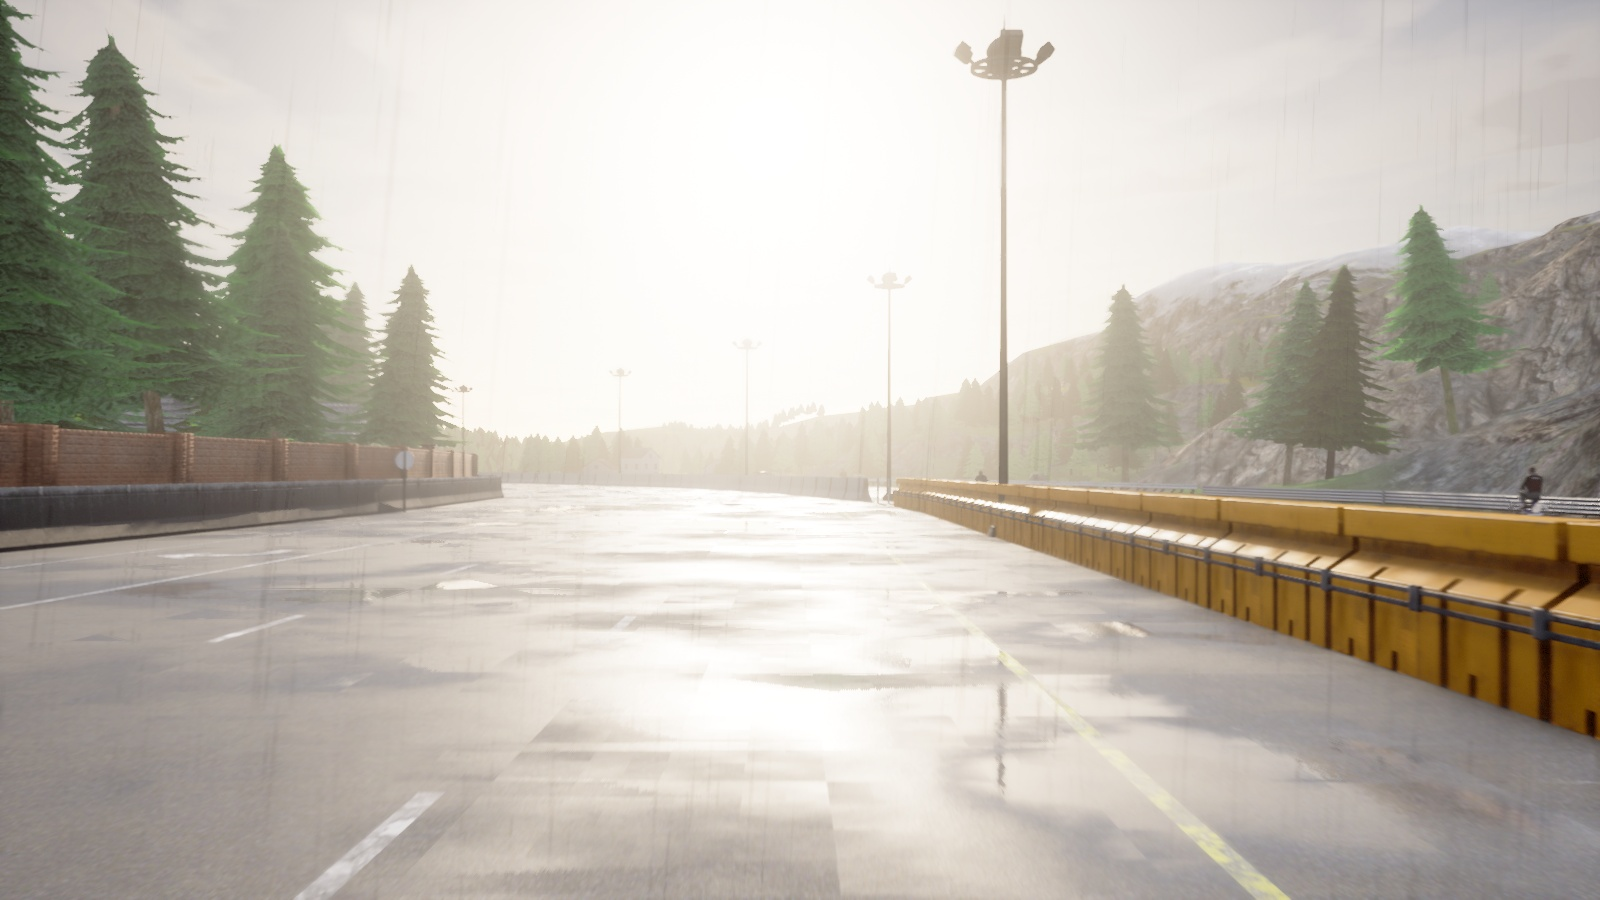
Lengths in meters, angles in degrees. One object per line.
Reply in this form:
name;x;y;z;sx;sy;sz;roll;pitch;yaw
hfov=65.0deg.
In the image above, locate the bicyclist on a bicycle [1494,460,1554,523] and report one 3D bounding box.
bicyclist on a bicycle;20.935;1.187;36.359;0.659;1.776;1.843;0;-1;0
